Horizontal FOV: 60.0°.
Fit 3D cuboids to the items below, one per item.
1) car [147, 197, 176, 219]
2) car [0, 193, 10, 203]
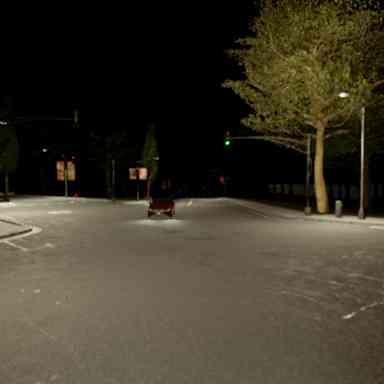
[{"bbox_3d":[-2.277,1.168,25.790,1.812,1.442,4.674,0,2,2],"label":"car"},{"bbox_3d":[-25.811,0.774,44.295,1.994,1.385,4.181,-2,2,-44],"label":"car"}]
